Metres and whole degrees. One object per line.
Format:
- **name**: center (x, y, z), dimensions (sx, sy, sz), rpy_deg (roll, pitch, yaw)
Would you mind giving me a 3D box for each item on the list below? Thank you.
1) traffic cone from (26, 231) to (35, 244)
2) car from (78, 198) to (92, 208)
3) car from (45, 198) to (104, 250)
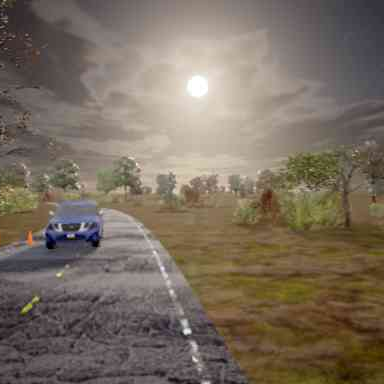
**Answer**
- **traffic cone**: center (-7.917, 2.205, 16.297), dimensions (0.340, 0.580, 0.340), rpy_deg (0, -1, -12)
- **car**: center (-21.509, 2.171, 66.629), dimensions (2.150, 2.045, 5.566), rpy_deg (0, -1, -24)
- **car**: center (-5.462, 1.455, 16.117), dimensions (2.150, 2.045, 5.566), rpy_deg (0, -1, -12)
